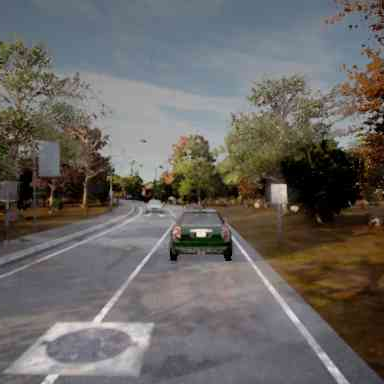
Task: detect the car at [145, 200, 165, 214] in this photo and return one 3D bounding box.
[{"bbox_3d":[-4.057,1.619,36.361,1.812,1.442,4.674,1,0,-6],"label":"car"}]

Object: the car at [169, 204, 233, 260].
[{"bbox_3d":[0.326,1.392,12.800,2.097,1.767,4.553,0,0,1],"label":"car"}]

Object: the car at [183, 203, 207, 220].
[{"bbox_3d":[0.154,1.708,30.087,1.895,1.301,4.718,0,0,-3],"label":"car"}]
